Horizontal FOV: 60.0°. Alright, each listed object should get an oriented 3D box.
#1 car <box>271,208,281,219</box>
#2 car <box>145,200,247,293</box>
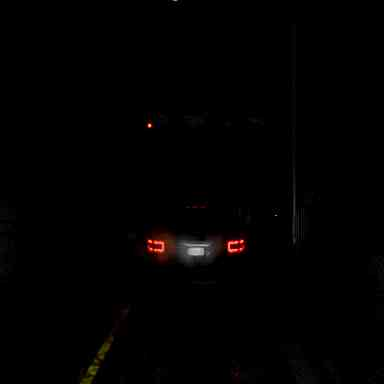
[{"bbox_3d":[9.047,1.600,27.634,4.718,1.301,1.895,0,0,-10],"label":"car"},{"bbox_3d":[0.079,1.226,9.012,2.150,2.045,5.566,0,0,0],"label":"car"}]
